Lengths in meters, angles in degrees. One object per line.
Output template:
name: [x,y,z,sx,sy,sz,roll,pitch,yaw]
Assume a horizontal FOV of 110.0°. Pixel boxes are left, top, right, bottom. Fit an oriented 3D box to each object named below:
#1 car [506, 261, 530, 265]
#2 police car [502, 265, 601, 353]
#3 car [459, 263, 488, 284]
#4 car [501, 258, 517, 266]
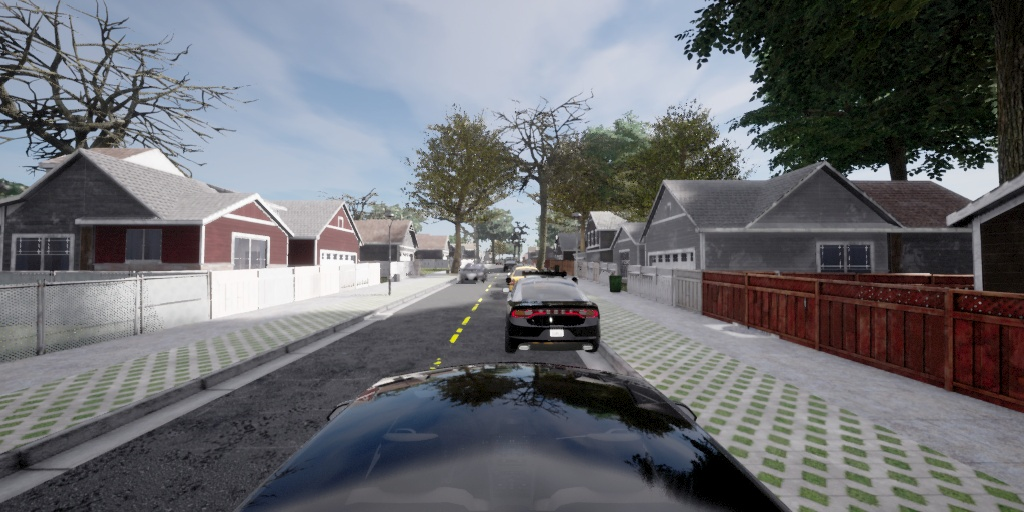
car: [0.737,1.221,19.104,1.801,1.575,5.366,0,0,0]
police car: [0.791,1.181,9.017,1.930,1.638,5.238,0,0,0]
car: [-2.883,1.274,27.697,2.128,1.511,4.902,0,0,0]
car: [-0.200,1.345,49.566,1.882,1.535,5.008,0,0,0]
